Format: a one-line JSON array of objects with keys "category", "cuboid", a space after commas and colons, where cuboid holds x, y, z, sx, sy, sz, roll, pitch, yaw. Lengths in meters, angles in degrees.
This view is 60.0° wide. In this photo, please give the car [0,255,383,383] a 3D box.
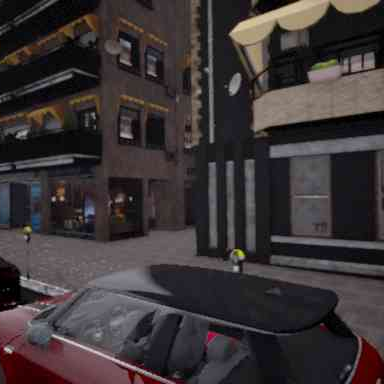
[{"category": "car", "cuboid": [-0.437, 1.444, 3.206, 4.097, 1.590, 1.967, 0, -1, 36]}]
